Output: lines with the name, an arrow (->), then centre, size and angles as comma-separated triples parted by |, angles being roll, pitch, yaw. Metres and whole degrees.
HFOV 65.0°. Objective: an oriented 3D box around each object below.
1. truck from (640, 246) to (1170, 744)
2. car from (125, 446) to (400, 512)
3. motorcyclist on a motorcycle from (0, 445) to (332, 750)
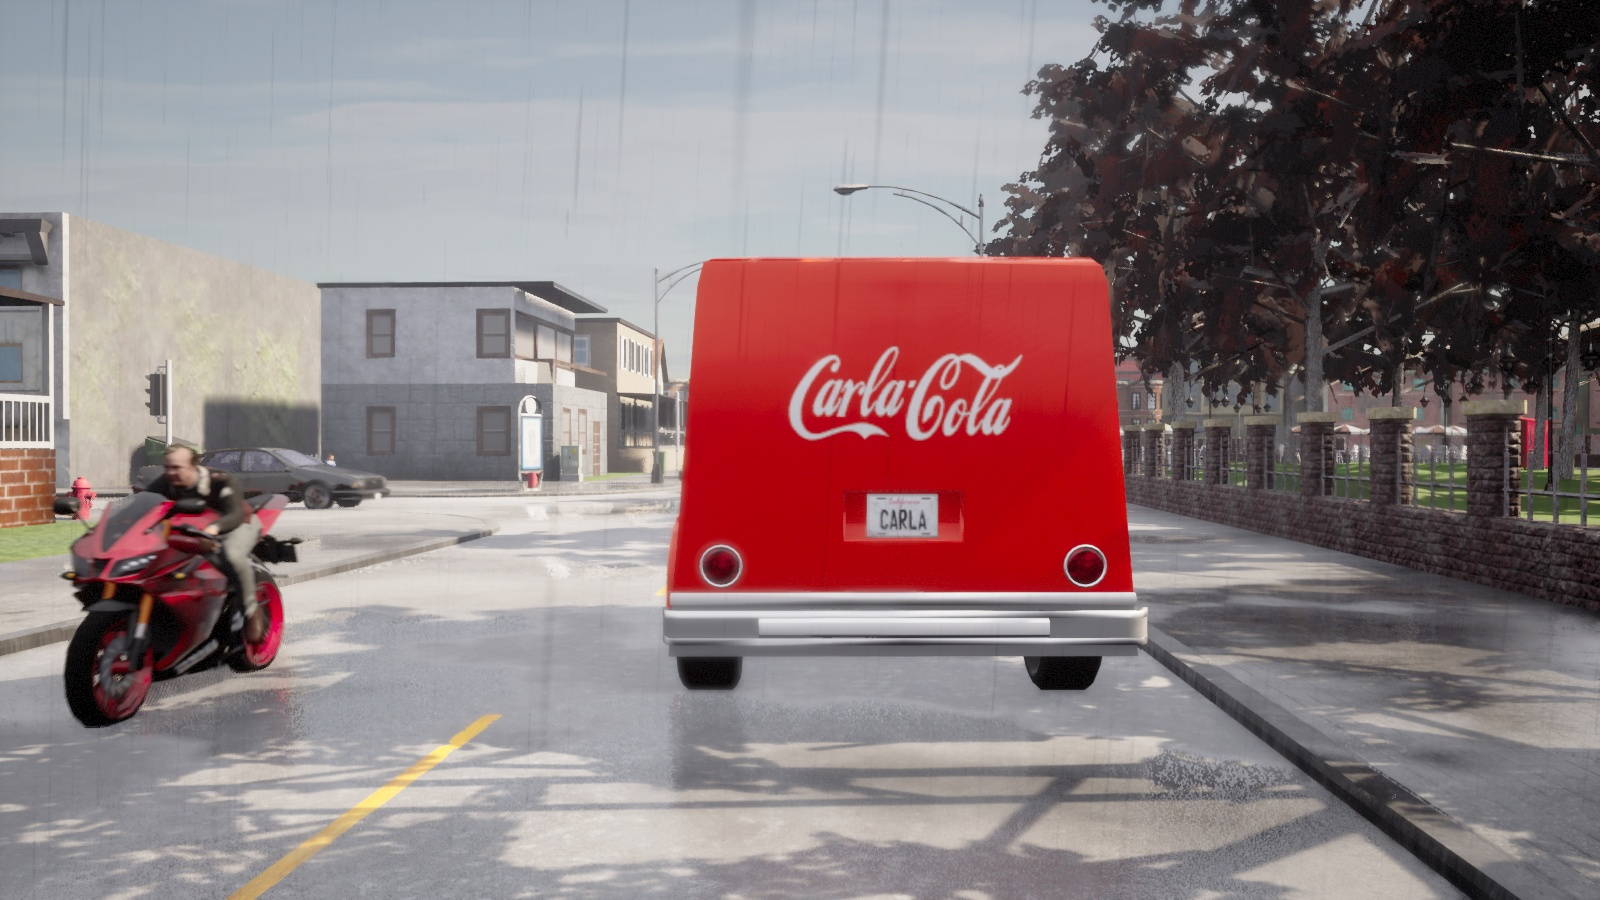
truck -> 0.519, 0.210, 8.828 | 2.627, 2.467, 5.204 | 0, 0, 0
car -> -12.067, 0.624, 28.406 | 5.357, 1.411, 2.033 | 0, 0, 3
motorcyclist on a motorcycle -> -3.658, 0.737, 7.423 | 0.866, 1.530, 2.191 | 0, 0, 3
